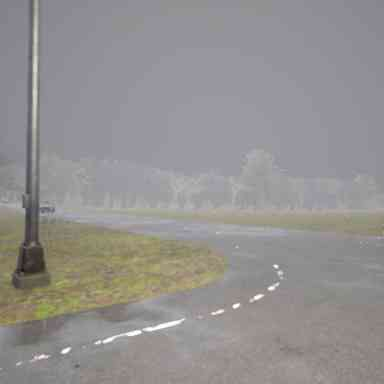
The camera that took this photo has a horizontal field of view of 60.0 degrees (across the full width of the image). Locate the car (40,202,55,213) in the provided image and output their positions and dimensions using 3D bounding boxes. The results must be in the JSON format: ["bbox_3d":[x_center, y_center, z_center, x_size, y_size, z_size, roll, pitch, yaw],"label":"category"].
[{"bbox_3d":[-22.944,2.506,52.418,1.882,1.535,5.008,3,-3,-34],"label":"car"}]

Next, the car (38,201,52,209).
[{"bbox_3d":[-37.031,3.295,83.778,2.097,1.767,4.553,4,-3,-36],"label":"car"}]
